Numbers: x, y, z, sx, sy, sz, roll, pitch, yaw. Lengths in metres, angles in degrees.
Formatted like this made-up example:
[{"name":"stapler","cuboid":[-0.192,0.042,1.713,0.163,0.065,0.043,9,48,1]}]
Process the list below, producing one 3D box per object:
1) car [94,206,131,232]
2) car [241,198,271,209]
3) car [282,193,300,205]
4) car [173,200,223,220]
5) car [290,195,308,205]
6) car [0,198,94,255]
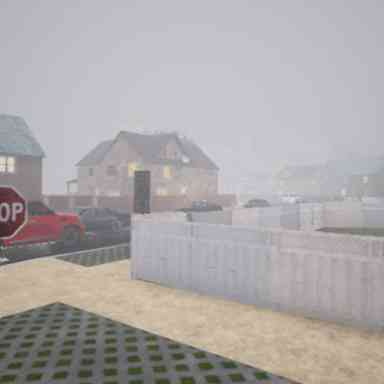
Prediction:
[{"name":"car","cuboid":[-5.597,1.477,17.595,2.033,1.411,5.357,2,1,37]},{"name":"car","cuboid":[6.671,1.438,34.245,1.837,1.490,4.892,2,1,31]},{"name":"car","cuboid":[16.268,1.208,54.528,2.150,2.045,5.566,1,0,3]},{"name":"car","cuboid":[0.523,1.418,25.674,2.128,1.511,4.902,2,1,37]},{"name":"car","cuboid":[14.421,1.575,44.253,2.033,1.411,5.357,1,1,16]},{"name":"car","cuboid":[-6.594,1.210,12.334,2.150,2.045,5.566,1,0,28]}]
